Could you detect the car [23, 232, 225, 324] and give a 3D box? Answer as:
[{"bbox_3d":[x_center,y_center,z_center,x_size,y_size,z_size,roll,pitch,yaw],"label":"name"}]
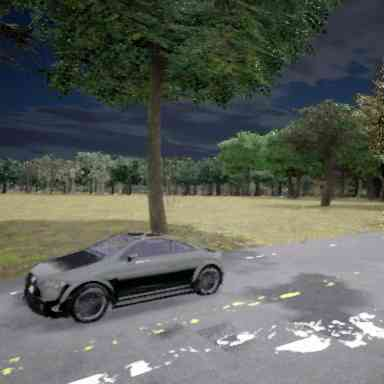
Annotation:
[{"bbox_3d":[-1.303,1.604,7.238,4.181,1.385,1.994,1,0,-36],"label":"car"}]
